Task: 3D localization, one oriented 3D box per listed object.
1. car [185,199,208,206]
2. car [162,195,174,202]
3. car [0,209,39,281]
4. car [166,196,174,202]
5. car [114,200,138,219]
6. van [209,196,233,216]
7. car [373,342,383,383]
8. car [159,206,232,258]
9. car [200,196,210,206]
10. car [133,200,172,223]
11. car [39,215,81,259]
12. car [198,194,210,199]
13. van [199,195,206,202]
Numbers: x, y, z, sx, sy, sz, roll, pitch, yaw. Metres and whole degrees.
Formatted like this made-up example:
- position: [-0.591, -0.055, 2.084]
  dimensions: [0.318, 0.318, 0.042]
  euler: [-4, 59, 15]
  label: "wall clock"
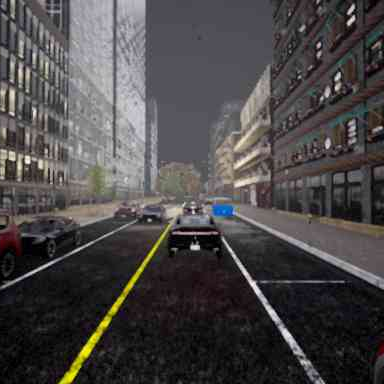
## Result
- position: [0.099, 1.627, 29.939]
  dimensions: [2.033, 1.411, 5.357]
  euler: [0, 0, 0]
  label: "car"
- position: [-5.684, 1.516, 75.134]
  dimensions: [2.192, 1.841, 5.009]
  euler: [1, 0, 0]
  label: "car"
- position: [-5.675, 1.335, 7.247]
  dimensions: [2.192, 1.841, 5.009]
  euler: [1, 0, 0]
  label: "car"
- position: [-5.652, 1.756, 86.279]
  dimensions: [1.752, 1.417, 4.829]
  euler: [1, 0, 0]
  label: "car"
- position: [-5.678, 1.520, 29.876]
  dimensions: [1.967, 1.590, 4.097]
  euler: [1, 0, 0]
  label: "car"
- position: [2.704, 1.420, 29.883]
  dimensions: [1.690, 1.788, 3.998]
  euler: [1, 0, 0]
  label: "van"
- position: [2.703, 1.445, 1.596]
  dimensions: [1.967, 1.590, 4.097]
  euler: [1, 0, 0]
  label: "car"
- position: [0.101, 1.526, 12.867]
  dimensions: [2.128, 1.511, 4.902]
  euler: [0, 0, 0]
  label: "car"
- position: [2.700, 1.690, 52.511]
  dimensions: [2.008, 1.369, 4.403]
  euler: [1, 0, 0]
  label: "car"
- position: [-3.001, 1.630, 26.159]
  dimensions: [2.033, 1.411, 5.357]
  euler: [0, 0, 0]
  label: "car"
- position: [-5.679, 1.601, 12.903]
  dimensions: [1.947, 1.339, 4.313]
  euler: [1, 0, 0]
  label: "car"
- position: [2.703, 1.485, 63.827]
  dimensions: [2.192, 1.841, 5.009]
  euler: [1, 0, 0]
  label: "car"
- position: [2.703, 1.572, 86.457]
  dimensions: [1.690, 1.788, 3.998]
  euler: [1, 0, 0]
  label: "van"
